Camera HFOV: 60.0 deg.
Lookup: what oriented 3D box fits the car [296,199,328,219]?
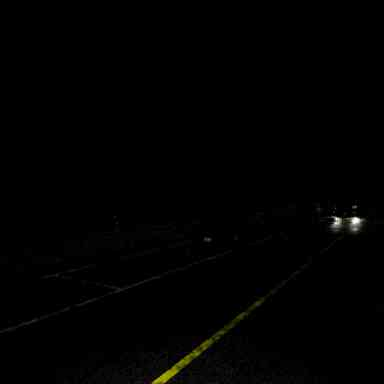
[{"bbox_3d":[10.513,1.583,29.468,1.802,1.307,4.206,0,0,32],"label":"car"}]

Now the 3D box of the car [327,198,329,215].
[{"bbox_3d":[13.420,1.567,34.167,1.947,1.339,4.313,0,0,32],"label":"car"}]

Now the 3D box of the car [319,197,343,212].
[{"bbox_3d":[16.326,1.442,38.865,1.967,1.590,4.097,0,0,32],"label":"car"}]

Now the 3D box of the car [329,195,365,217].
[{"bbox_3d":[14.584,1.354,31.134,2.097,1.767,4.553,0,0,32],"label":"car"}]

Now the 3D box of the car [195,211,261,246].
[{"bbox_3d":[1.793,1.566,15.372,1.947,1.339,4.313,0,0,32],"label":"car"}]
